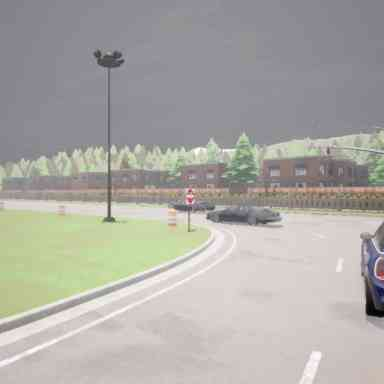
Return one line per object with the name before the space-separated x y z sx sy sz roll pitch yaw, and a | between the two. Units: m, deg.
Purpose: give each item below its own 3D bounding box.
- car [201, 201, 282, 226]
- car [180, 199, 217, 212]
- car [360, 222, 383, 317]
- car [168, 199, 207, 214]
car | 3.537 1.547 23.241 5.357 1.411 2.033 0 0 41
car | 0.730 1.564 39.496 4.181 1.385 1.994 0 0 41
car | 4.810 1.352 7.073 2.097 1.767 4.553 0 0 26
car | -0.458 1.491 35.902 4.902 1.511 2.128 0 0 41
